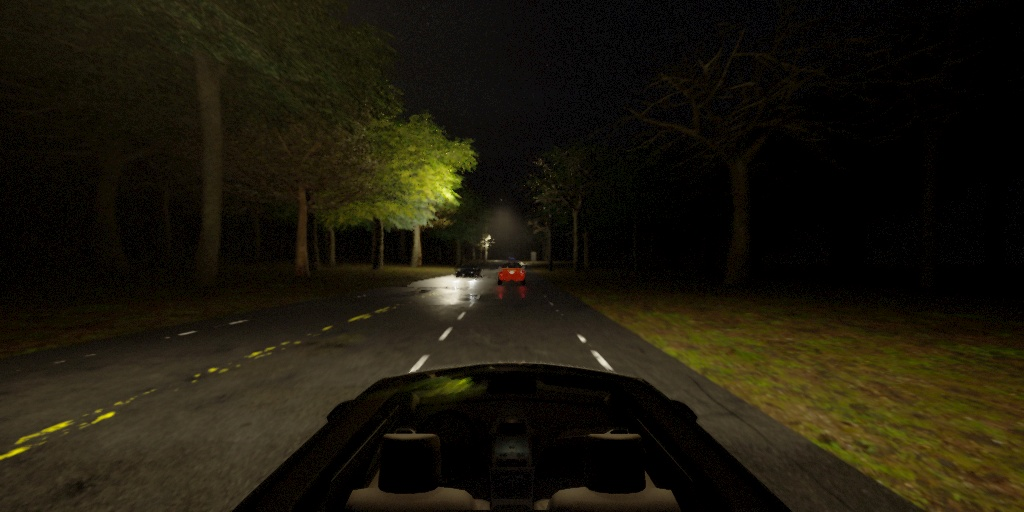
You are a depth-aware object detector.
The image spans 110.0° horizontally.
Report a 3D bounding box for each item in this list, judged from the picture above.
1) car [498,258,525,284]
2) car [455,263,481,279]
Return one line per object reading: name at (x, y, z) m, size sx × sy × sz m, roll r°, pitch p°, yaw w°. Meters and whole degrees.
car at (-0.014, 1.285, 29.432) m, size 2.097 × 1.767 × 4.553 m, roll 0°, pitch 0°, yaw 0°
car at (-4.288, 1.469, 35.645) m, size 1.837 × 1.490 × 4.892 m, roll 0°, pitch 0°, yaw 5°
